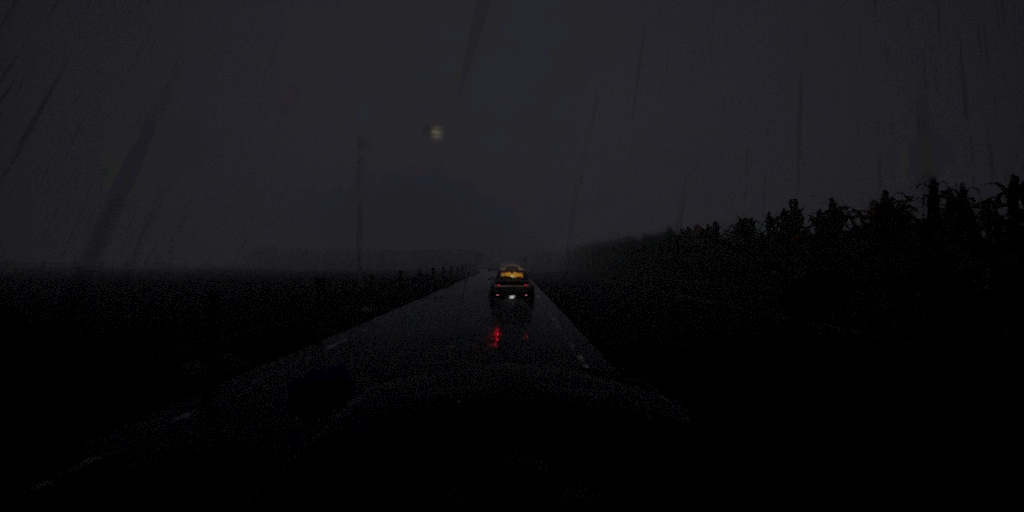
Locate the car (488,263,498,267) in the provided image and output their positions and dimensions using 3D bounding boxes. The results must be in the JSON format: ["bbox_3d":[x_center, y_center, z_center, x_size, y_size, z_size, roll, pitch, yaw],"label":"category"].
[{"bbox_3d":[-2.750,1.798,56.043,2.033,1.411,5.357,0,-1,0],"label":"car"}]

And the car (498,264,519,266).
[{"bbox_3d":[0.008,1.508,31.307,1.882,1.535,5.008,0,0,0],"label":"car"}]

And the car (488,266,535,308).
[{"bbox_3d":[0.006,1.381,16.134,2.128,1.511,4.902,0,0,0],"label":"car"}]
